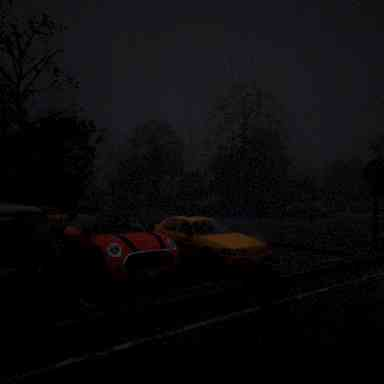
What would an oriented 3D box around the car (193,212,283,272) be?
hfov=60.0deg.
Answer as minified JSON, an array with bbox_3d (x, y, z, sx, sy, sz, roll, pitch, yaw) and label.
[{"bbox_3d":[0.238,1.499,11.257,1.946,1.575,5.366,1,0,-36],"label":"car"}]

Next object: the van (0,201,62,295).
[{"bbox_3d":[-4.764,1.245,8.014,1.878,1.987,4.442,0,0,-36],"label":"van"}]

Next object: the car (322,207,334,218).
[{"bbox_3d":[12.886,1.824,35.777,2.185,1.767,4.553,2,-1,-36],"label":"car"}]

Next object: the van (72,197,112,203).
[{"bbox_3d":[-6.460,1.282,21.637,1.878,1.987,4.442,1,0,-36],"label":"van"}]

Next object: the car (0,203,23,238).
[{"bbox_3d":[-11.060,1.471,18.686,1.946,1.575,5.366,0,0,-36],"label":"car"}]

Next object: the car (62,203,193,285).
[{"bbox_3d":[-2.253,1.355,9.724,2.185,1.767,4.553,1,0,-36],"label":"car"}]

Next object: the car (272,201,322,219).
[{"bbox_3d":[10.340,1.914,33.882,2.002,1.452,4.674,2,-1,-36],"label":"car"}]
